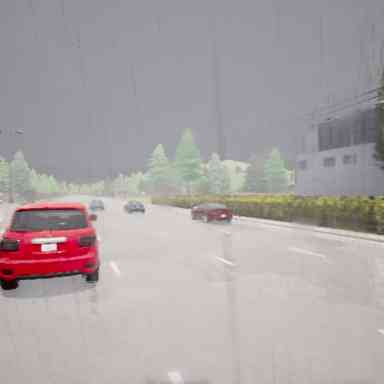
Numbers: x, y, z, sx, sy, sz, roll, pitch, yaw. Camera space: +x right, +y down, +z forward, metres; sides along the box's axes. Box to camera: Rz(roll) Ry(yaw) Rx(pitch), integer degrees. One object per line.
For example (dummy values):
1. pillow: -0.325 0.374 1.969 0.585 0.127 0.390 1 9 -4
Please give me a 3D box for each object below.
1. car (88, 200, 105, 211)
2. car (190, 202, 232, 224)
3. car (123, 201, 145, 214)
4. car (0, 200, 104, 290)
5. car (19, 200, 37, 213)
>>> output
1. car: -13.506 1.822 46.916 2.033 1.411 5.357 0 0 -20
2. car: 1.383 1.550 25.960 1.882 1.535 5.008 0 0 -20
3. car: -6.730 1.733 38.314 2.033 1.411 5.357 0 0 -20
4. car: -3.966 1.289 9.673 2.150 2.045 5.566 0 0 -20
5. car: -21.150 1.834 42.758 1.837 1.490 4.892 0 0 -30
